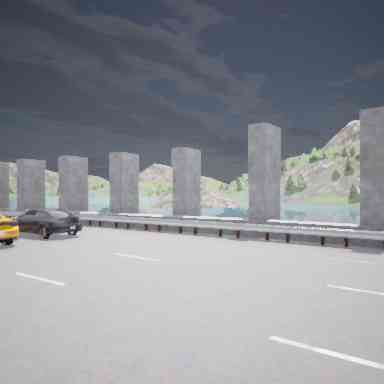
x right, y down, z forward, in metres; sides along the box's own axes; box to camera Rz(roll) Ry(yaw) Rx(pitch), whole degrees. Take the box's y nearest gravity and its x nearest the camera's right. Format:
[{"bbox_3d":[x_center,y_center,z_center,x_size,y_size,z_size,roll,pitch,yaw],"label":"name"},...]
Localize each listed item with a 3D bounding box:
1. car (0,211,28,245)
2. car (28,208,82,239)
[{"bbox_3d":[-9.474,1.485,14.105,5.008,1.535,1.882,0,0,31],"label":"car"},{"bbox_3d":[-7.686,1.533,17.114,4.674,1.442,1.812,0,0,31],"label":"car"}]
